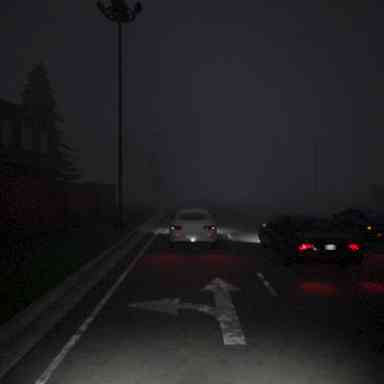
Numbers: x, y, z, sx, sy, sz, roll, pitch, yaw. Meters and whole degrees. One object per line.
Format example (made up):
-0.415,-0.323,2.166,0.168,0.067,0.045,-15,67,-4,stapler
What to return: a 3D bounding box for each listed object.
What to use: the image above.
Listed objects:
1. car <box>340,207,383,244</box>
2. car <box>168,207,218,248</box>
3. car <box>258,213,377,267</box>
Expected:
7.048,1.363,13.785,1.812,1.442,4.674,0,1,0,car
0.048,1.363,13.791,1.812,1.442,4.674,0,1,0,car
3.526,1.419,10.929,2.033,1.411,5.357,0,1,1,car
